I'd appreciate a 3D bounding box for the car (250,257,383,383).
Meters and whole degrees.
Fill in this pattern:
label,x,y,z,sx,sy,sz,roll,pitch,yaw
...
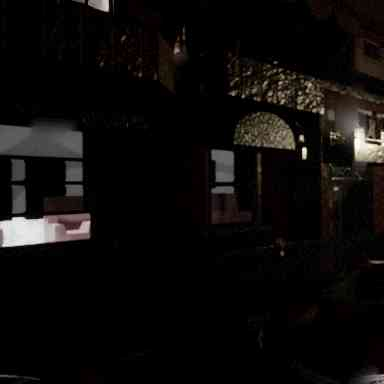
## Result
label,x,y,z,sx,sy,sz,roll,pitch,yaw
car,2.633,1.576,4.310,4.206,1.307,1.802,0,-1,-35

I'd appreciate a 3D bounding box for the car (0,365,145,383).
label,x,y,z,sx,sy,sz,roll,pitch,yaw
car,-1.938,1.583,1.072,4.206,1.307,1.802,0,-1,-35
